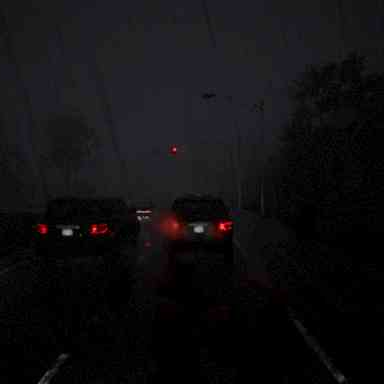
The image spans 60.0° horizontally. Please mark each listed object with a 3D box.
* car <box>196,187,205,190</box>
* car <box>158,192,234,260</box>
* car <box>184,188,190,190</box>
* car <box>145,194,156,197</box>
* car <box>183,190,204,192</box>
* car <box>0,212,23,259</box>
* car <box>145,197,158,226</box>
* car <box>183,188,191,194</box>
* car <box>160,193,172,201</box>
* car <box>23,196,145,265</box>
[{"bbox_3d":[1.960,0.342,80.509,2.097,1.767,4.553,0,3,2],"label":"car"},{"bbox_3d":[0.241,1.144,12.181,2.150,2.045,5.566,0,0,1],"label":"car"},{"bbox_3d":[-1.549,0.546,80.232,2.033,1.411,5.357,0,3,2],"label":"car"},{"bbox_3d":[-8.851,1.104,69.583,1.895,1.301,4.718,0,2,2],"label":"car"},{"bbox_3d":[0.462,1.079,22.510,2.150,2.045,5.566,0,0,1],"label":"car"},{"bbox_3d":[-6.953,1.465,12.543,2.033,1.411,5.357,0,0,1],"label":"car"},{"bbox_3d":[-3.057,1.351,21.983,2.128,1.511,4.902,0,0,1],"label":"car"},{"bbox_3d":[-1.257,-0.279,90.637,1.882,1.535,5.008,0,3,2],"label":"car"},{"bbox_3d":[-5.351,1.050,69.513,2.033,1.411,5.357,0,2,2],"label":"car"},{"bbox_3d":[-3.272,1.147,11.548,2.150,2.045,5.566,0,0,1],"label":"car"}]
